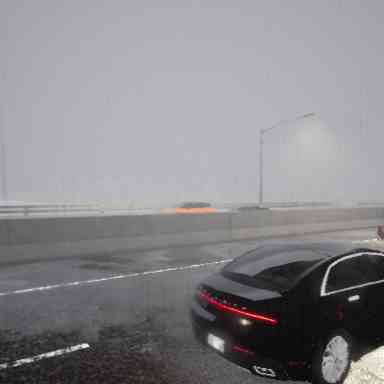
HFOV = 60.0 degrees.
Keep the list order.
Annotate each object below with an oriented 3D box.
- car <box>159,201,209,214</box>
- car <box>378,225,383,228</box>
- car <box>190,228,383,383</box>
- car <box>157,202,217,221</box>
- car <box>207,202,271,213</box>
[{"bbox_3d":[-0.341,1.497,25.177,4.553,1.767,2.097,1,0,-35],"label":"car"},{"bbox_3d":[10.807,1.779,15.664,4.718,1.301,1.895,1,0,-35],"label":"car"},{"bbox_3d":[2.255,1.552,5.347,4.892,1.490,1.837,1,0,-35],"label":"car"},{"bbox_3d":[-0.419,1.663,29.398,4.902,1.511,2.128,1,-1,-35],"label":"car"},{"bbox_3d":[3.721,1.674,23.751,4.892,1.490,1.837,1,0,-35],"label":"car"}]
